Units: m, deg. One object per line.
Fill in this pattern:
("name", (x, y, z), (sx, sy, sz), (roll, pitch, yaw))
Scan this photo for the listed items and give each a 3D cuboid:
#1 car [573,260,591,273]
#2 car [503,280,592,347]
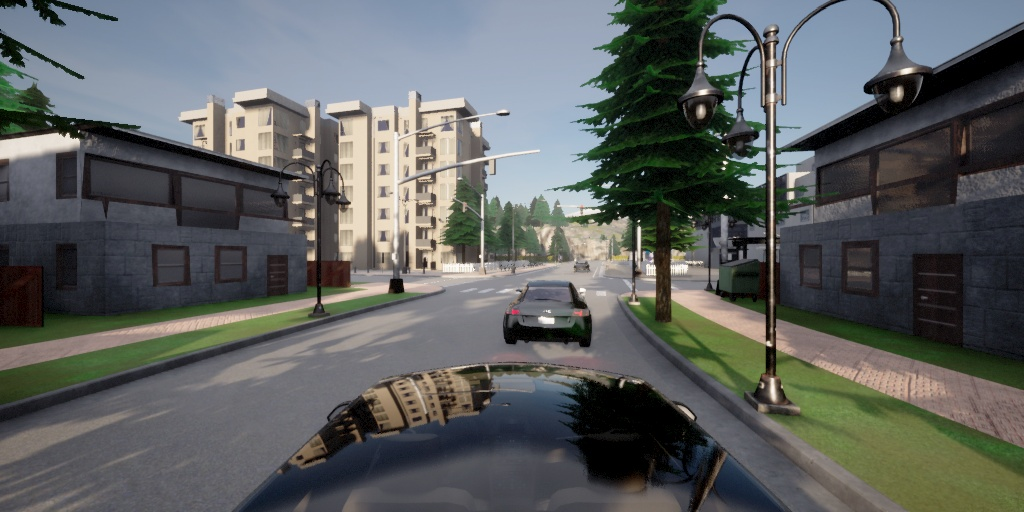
("car", (8.778, 1.276, 44.965), (2.128, 1.511, 4.902), (0, 0, 14))
("car", (1.005, 1.314, 9.431), (1.994, 1.385, 4.181), (0, 0, 8))
